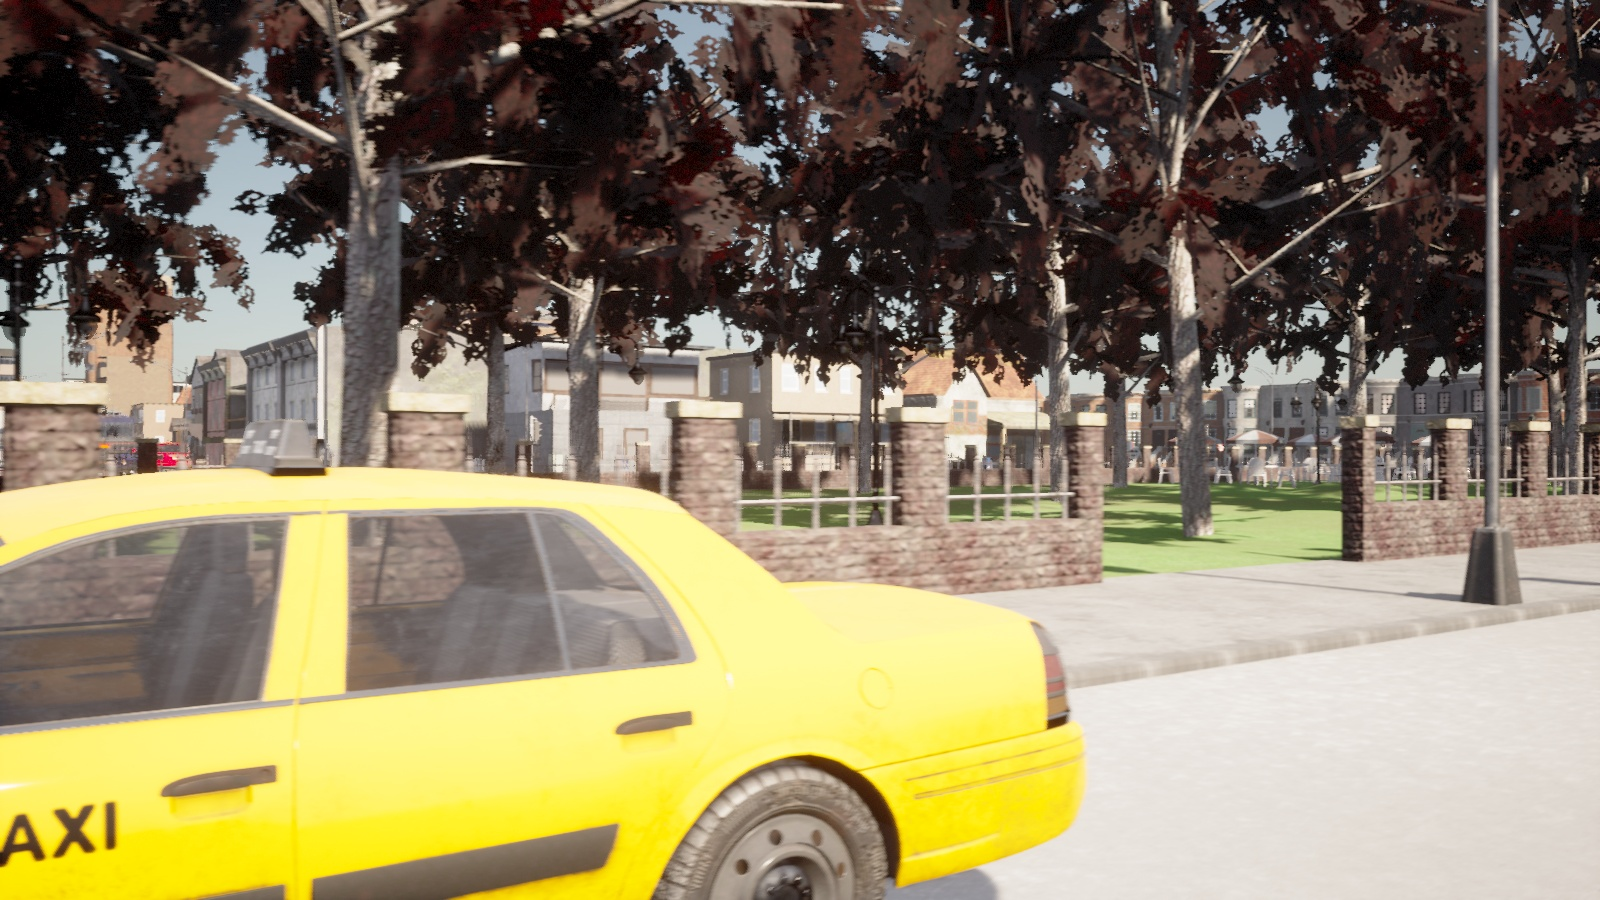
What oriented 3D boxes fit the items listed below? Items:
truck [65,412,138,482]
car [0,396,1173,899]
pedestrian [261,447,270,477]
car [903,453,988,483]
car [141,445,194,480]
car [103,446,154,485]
[{"bbox_3d":[-40.473,-0.156,72.623,2.891,3.827,8.468,0,0,-34],"label":"truck"},{"bbox_3d":[-1.536,0.696,3.198,5.366,1.575,1.801,0,0,-35],"label":"car"},{"bbox_3d":[-33.302,0.718,78.257,0.376,1.854,0.720,0,0,-37],"label":"pedestrian"},{"bbox_3d":[7.495,0.904,64.665,4.193,1.474,1.816,0,0,-35],"label":"car"},{"bbox_3d":[-39.268,0.742,77.907,2.150,2.045,5.566,0,0,-35],"label":"car"},{"bbox_3d":[-33.597,0.767,62.812,1.905,1.878,3.866,0,0,-33],"label":"car"}]
